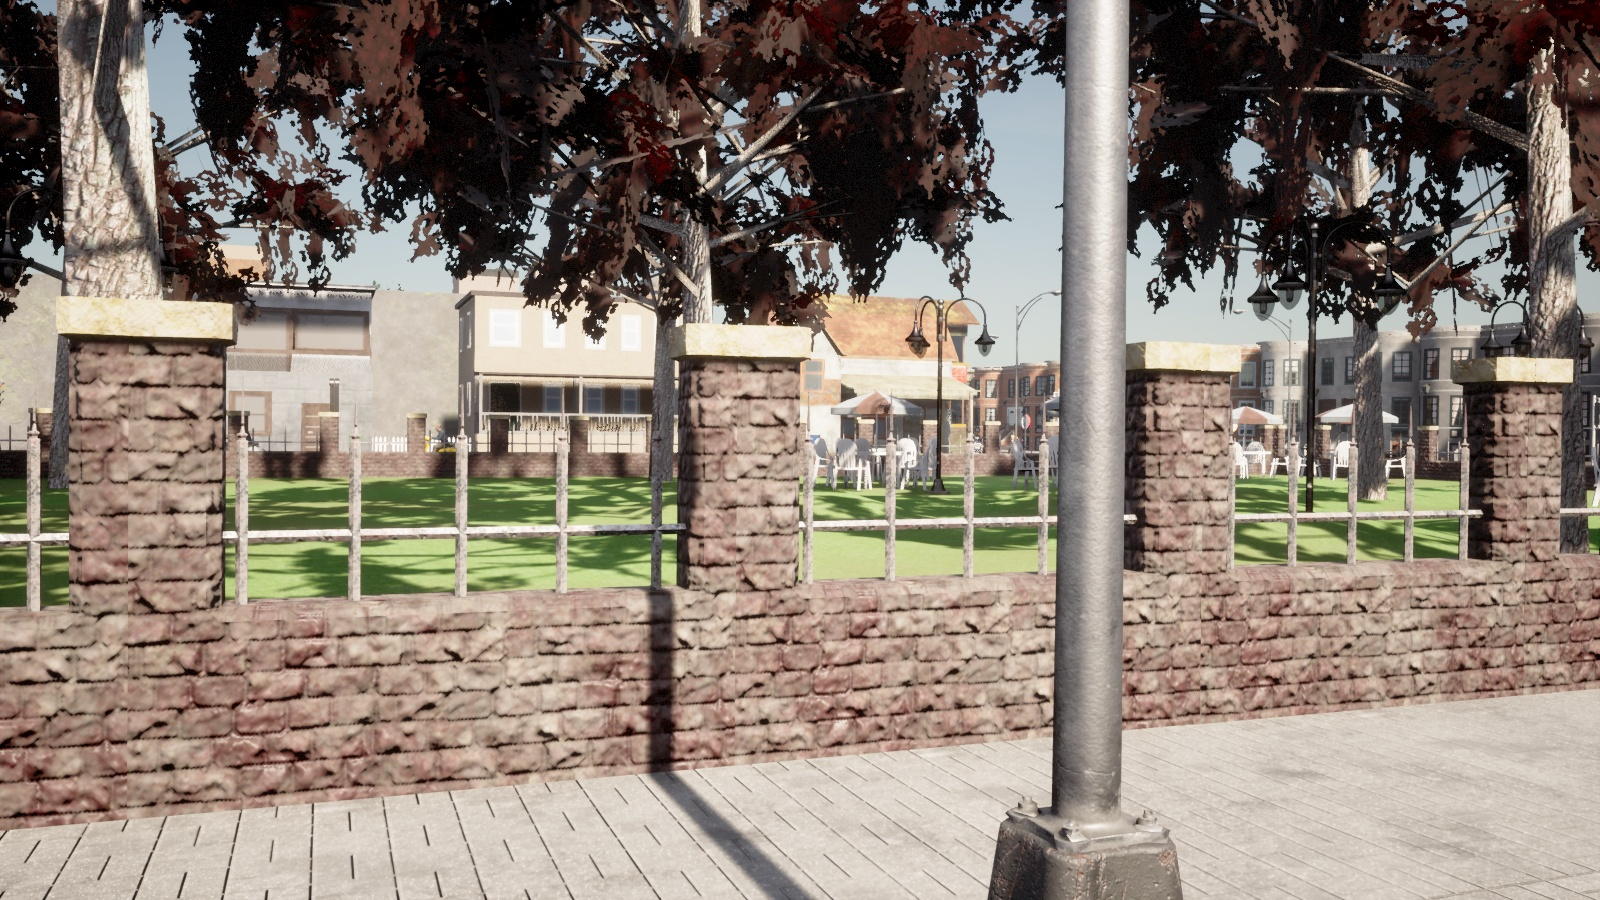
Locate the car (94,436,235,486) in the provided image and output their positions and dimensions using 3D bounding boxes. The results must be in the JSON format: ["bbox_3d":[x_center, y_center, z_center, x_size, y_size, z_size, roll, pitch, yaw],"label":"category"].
[{"bbox_3d":[-20.271,0.328,40.233,3.806,1.475,1.970,-1,1,-21],"label":"car"}]
